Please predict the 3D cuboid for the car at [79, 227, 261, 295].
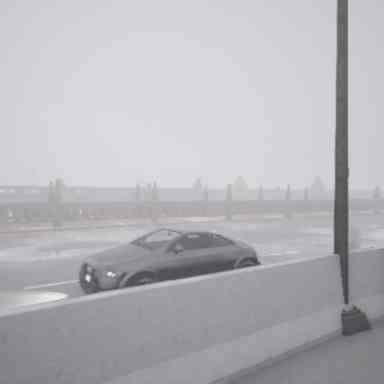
[{"bbox_3d":[-0.397,1.540,7.733,4.181,1.385,1.994,0,0,-33],"label":"car"}]
